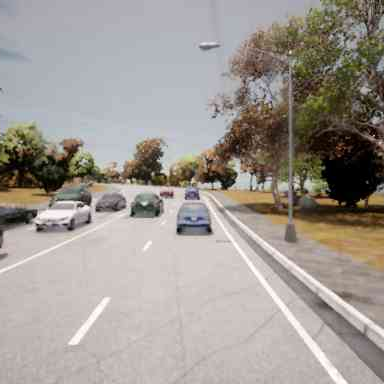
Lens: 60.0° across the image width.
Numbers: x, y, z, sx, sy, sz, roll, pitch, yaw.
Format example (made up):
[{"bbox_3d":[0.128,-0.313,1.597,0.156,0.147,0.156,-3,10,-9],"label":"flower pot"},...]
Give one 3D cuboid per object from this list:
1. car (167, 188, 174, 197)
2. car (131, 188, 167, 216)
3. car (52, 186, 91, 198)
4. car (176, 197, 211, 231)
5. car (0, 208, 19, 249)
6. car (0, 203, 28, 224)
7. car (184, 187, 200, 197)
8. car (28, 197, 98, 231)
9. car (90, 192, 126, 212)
[{"bbox_3d":[-3.559,0.016,47.167,1.895,1.301,4.718,0,3,-1],"label":"car"},{"bbox_3d":[-3.406,0.811,25.959,2.097,1.767,4.553,0,2,0],"label":"car"},{"bbox_3d":[-10.509,0.525,29.373,2.150,2.045,5.566,0,3,0],"label":"car"},{"bbox_3d":[0.096,1.271,18.672,2.033,1.411,5.357,0,2,0],"label":"car"},{"bbox_3d":[-7.093,1.429,8.946,2.128,1.511,4.902,0,1,1],"label":"car"},{"bbox_3d":[-10.588,1.325,18.641,1.895,1.301,4.718,0,2,0],"label":"car"},{"bbox_3d":[0.000,0.123,43.533,1.812,1.442,4.674,0,3,0],"label":"car"},{"bbox_3d":[-7.085,1.243,18.840,1.812,1.442,4.674,0,2,0],"label":"car"},{"bbox_3d":[-7.020,0.821,29.121,1.837,1.490,4.892,0,3,0],"label":"car"}]
